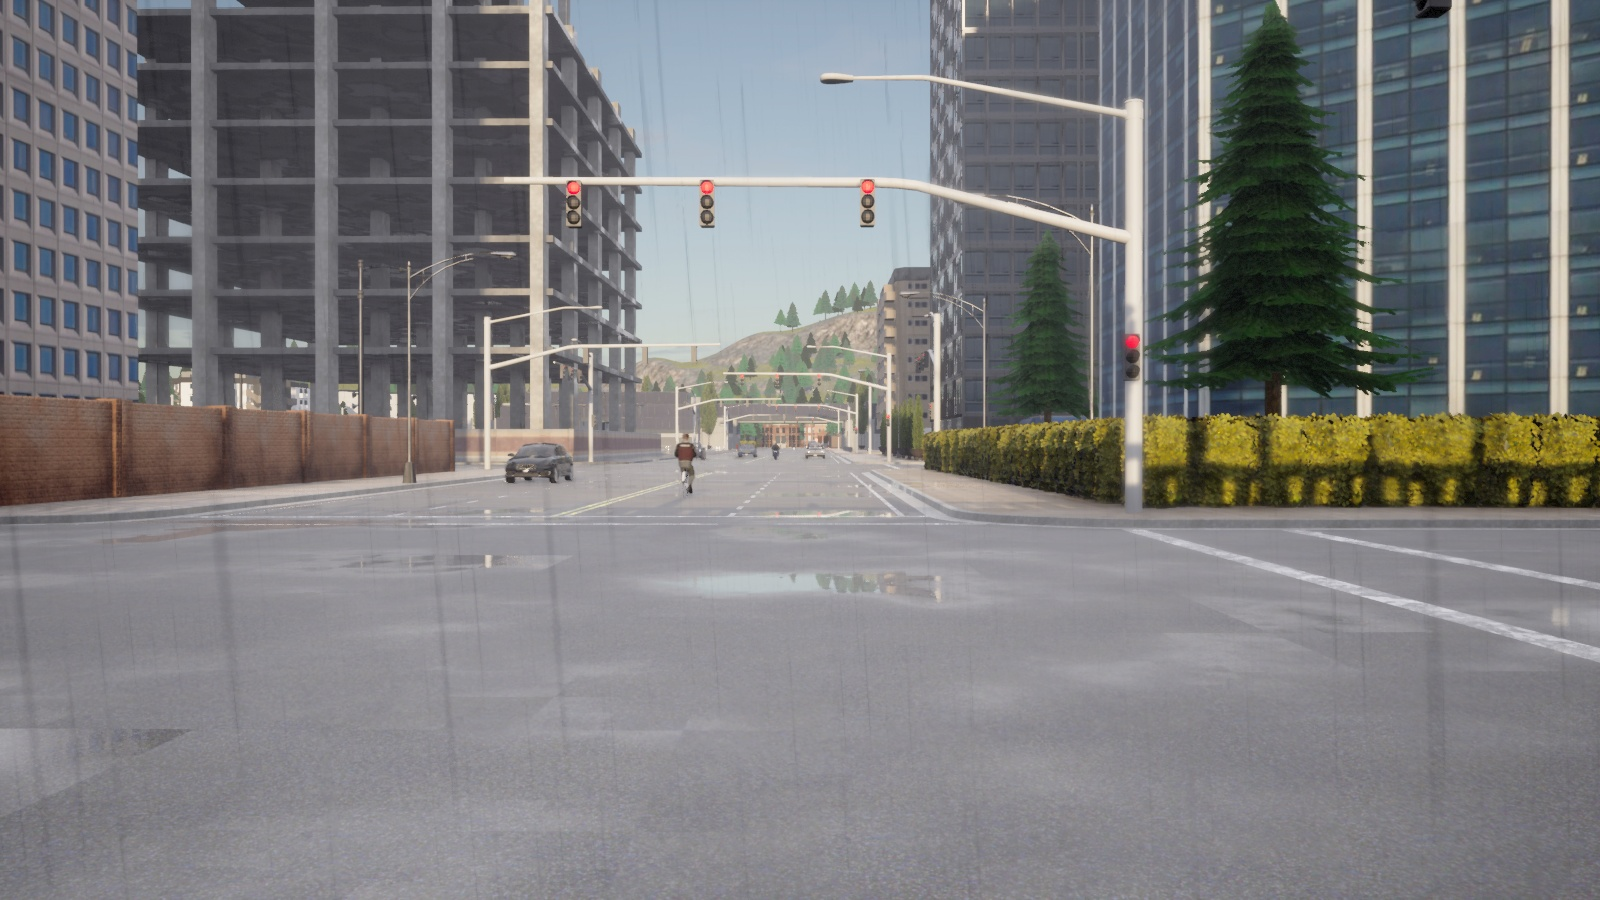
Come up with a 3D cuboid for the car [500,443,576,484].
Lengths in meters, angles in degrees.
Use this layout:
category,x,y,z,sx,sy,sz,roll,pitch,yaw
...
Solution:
category,x,y,z,sx,sy,sz,roll,pitch,yaw
car,-9.904,0.473,47.835,1.837,1.490,4.892,0,0,1
